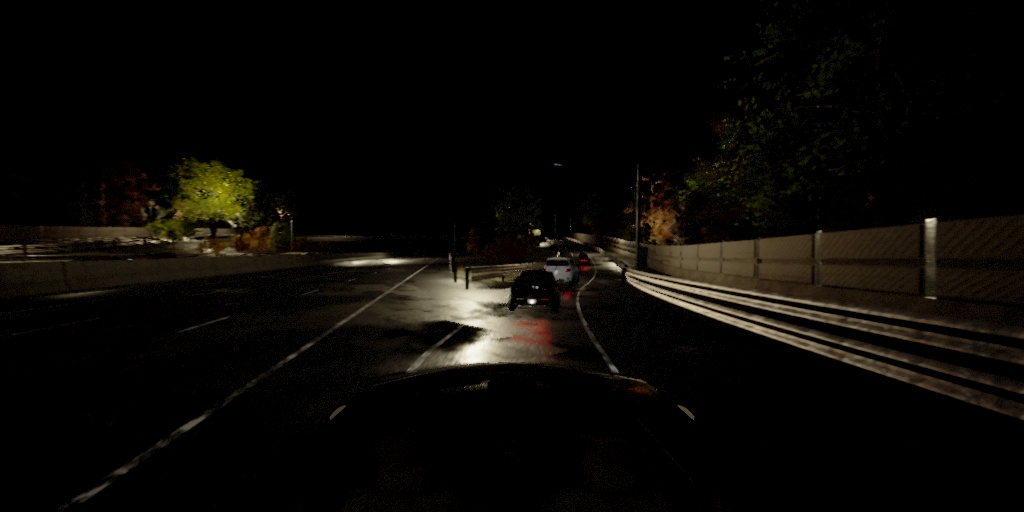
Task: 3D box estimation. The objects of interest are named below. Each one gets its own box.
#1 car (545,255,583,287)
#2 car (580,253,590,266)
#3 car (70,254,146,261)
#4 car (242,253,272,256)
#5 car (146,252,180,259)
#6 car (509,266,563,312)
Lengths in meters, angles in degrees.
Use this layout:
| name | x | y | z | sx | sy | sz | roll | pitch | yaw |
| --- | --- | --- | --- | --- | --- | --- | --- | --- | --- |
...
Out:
| name | x | y | z | sx | sy | sz | roll | pitch | yaw |
| --- | --- | --- | --- | --- | --- | --- | --- | --- | --- |
| car | 3.791 | 1.151 | 27.178 | 2.150 | 2.045 | 5.566 | 1 | 0 | 16 |
| car | 11.723 | 0.774 | 58.575 | 1.837 | 1.490 | 4.892 | 1 | 3 | 11 |
| car | -26.491 | 0.746 | 22.675 | 1.882 | 1.535 | 5.008 | 0 | 1 | -10 |
| car | -29.883 | 0.456 | 42.519 | 2.128 | 1.511 | 4.902 | 0 | 1 | -9 |
| car | -35.914 | 0.375 | 36.179 | 2.097 | 1.767 | 4.553 | 0 | 1 | -9 |
| car | 1.048 | 1.335 | 14.803 | 1.837 | 1.490 | 4.892 | 0 | 0 | 8 |
